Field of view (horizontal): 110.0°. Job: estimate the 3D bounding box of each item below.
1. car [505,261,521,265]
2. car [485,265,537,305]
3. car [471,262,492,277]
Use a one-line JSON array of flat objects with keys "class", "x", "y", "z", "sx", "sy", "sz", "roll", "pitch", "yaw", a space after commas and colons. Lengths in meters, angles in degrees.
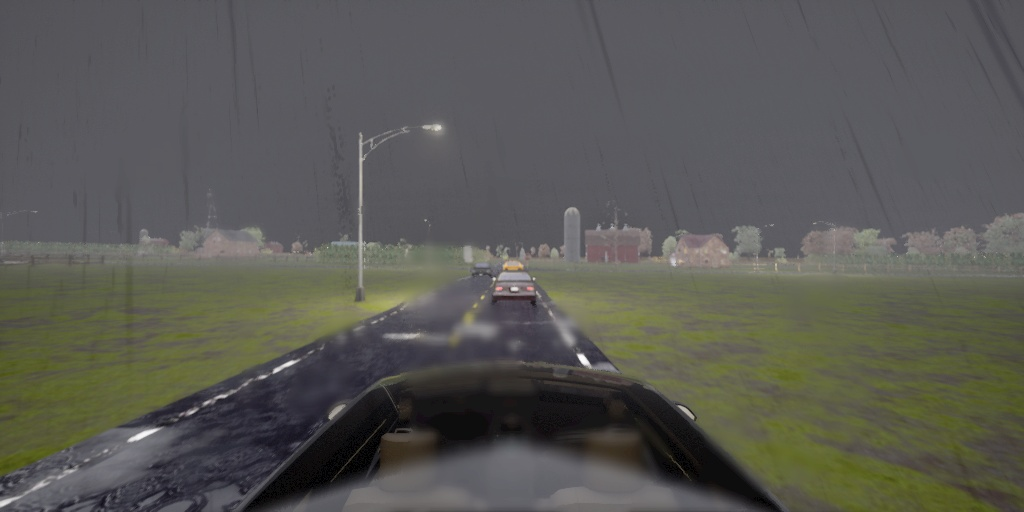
[{"class": "car", "x": 0.104, "y": 1.244, "z": 33.926, "sx": 1.882, "sy": 1.535, "sz": 5.008, "roll": 0, "pitch": 0, "yaw": 0}, {"class": "car", "x": 0.100, "y": 1.302, "z": 16.116, "sx": 2.033, "sy": 1.411, "sz": 5.357, "roll": 0, "pitch": 0, "yaw": 0}, {"class": "car", "x": -2.817, "y": 1.316, "z": 35.270, "sx": 2.033, "sy": 1.411, "sz": 5.357, "roll": 0, "pitch": 0, "yaw": 0}]
